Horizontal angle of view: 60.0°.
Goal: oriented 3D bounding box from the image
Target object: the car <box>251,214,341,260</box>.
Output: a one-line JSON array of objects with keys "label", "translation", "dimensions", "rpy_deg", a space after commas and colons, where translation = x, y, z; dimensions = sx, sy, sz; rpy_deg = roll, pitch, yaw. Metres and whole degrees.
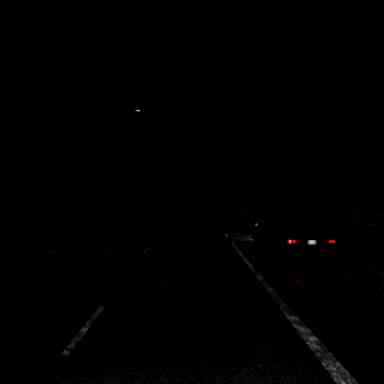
[{"label": "car", "translation": [3.530, 1.525, 12.318], "dimensions": [2.033, 1.411, 5.357], "rpy_deg": [0, 0, 0]}]
